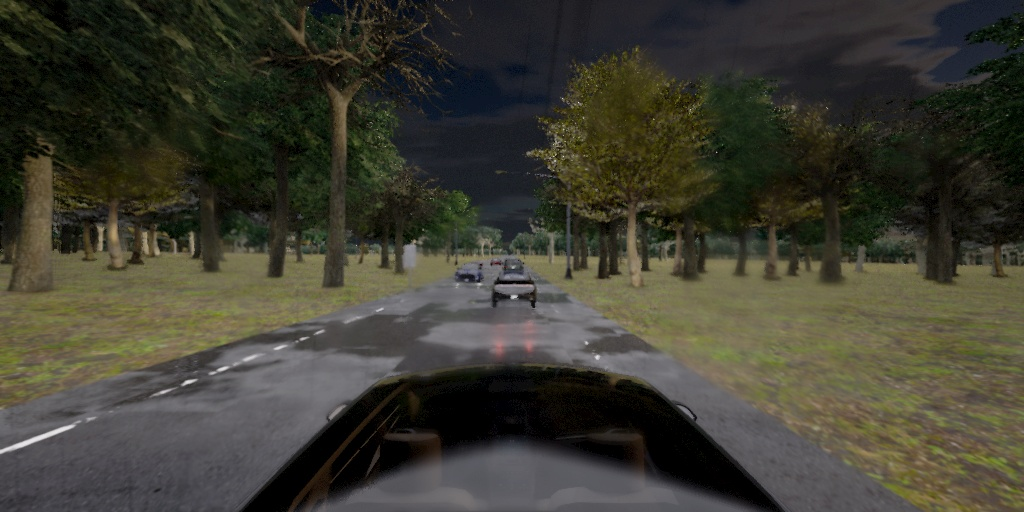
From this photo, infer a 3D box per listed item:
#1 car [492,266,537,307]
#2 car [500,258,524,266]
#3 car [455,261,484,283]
[{"bbox_3d":[0.098,1.402,16.414,2.128,1.511,4.902,0,-1,0],"label":"car"},{"bbox_3d":[0.109,1.260,37.565,2.150,2.045,5.566,0,0,0],"label":"car"},{"bbox_3d":[-3.615,1.361,30.961,2.097,1.767,4.553,0,0,0],"label":"car"}]
